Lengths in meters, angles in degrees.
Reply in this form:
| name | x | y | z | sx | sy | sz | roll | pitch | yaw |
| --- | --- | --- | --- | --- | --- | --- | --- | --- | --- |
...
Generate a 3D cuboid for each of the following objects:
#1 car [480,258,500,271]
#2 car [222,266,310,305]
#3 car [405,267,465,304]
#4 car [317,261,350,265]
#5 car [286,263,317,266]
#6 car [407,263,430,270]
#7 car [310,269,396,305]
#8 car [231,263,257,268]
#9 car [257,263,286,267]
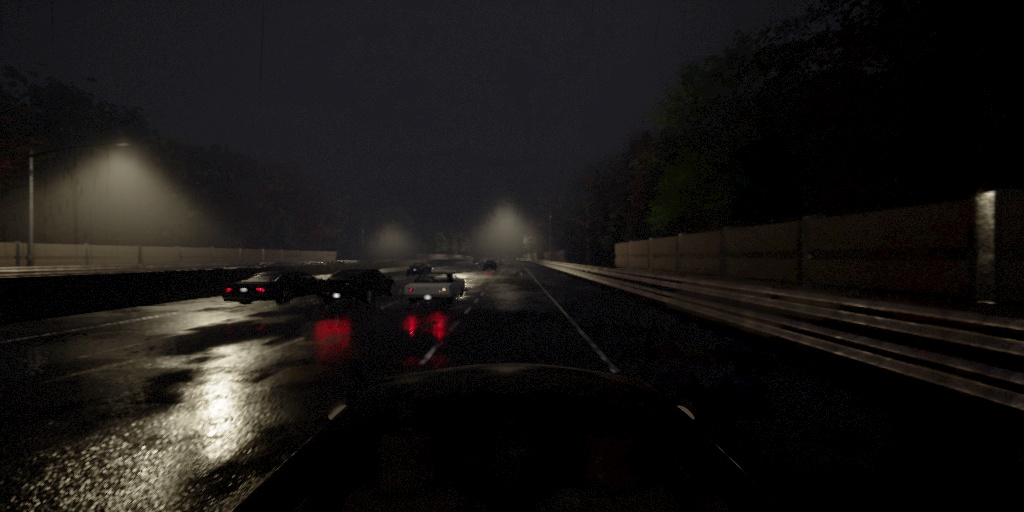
| name | x | y | z | sx | sy | sz | roll | pitch | yaw |
| --- | --- | --- | --- | --- | --- | --- | --- | --- | --- |
| car | -3.088 | 1.340 | 51.750 | 1.837 | 1.490 | 4.892 | 0 | 0 | 0 |
| car | -10.370 | 1.361 | 16.396 | 2.033 | 1.411 | 5.357 | 0 | 0 | 0 |
| car | -3.369 | 1.386 | 16.621 | 1.895 | 1.301 | 4.718 | 0 | 0 | 0 |
| car | -20.709 | 1.386 | 43.105 | 2.128 | 1.511 | 4.902 | 0 | 0 | 1 |
| car | -24.205 | 1.510 | 42.682 | 1.895 | 1.301 | 4.718 | 0 | 0 | 1 |
| car | -10.182 | 1.410 | 39.640 | 1.994 | 1.385 | 4.181 | 0 | 0 | 0 |
| car | -6.871 | 1.306 | 16.499 | 1.837 | 1.490 | 4.892 | 0 | 0 | 0 |
| car | -31.199 | 1.539 | 42.660 | 1.895 | 1.301 | 4.718 | 0 | 0 | 1 |
| car | -27.702 | 1.487 | 42.957 | 1.994 | 1.385 | 4.181 | 0 | 0 | 1 |
